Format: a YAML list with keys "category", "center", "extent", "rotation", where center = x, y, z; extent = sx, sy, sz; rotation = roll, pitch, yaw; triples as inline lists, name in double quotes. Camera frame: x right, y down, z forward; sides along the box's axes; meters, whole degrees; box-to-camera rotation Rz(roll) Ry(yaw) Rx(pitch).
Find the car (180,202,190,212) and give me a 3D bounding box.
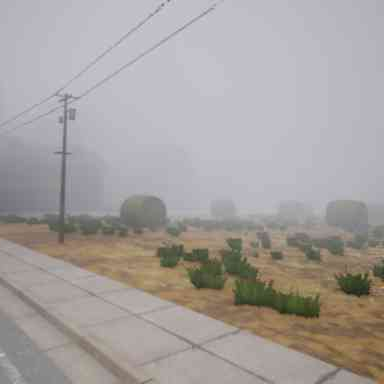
- category: "car"
  center: [-1.415, 3.201, 71.044]
  extent: [1.905, 1.878, 3.866]
  rotation: [7, 1, 4]
